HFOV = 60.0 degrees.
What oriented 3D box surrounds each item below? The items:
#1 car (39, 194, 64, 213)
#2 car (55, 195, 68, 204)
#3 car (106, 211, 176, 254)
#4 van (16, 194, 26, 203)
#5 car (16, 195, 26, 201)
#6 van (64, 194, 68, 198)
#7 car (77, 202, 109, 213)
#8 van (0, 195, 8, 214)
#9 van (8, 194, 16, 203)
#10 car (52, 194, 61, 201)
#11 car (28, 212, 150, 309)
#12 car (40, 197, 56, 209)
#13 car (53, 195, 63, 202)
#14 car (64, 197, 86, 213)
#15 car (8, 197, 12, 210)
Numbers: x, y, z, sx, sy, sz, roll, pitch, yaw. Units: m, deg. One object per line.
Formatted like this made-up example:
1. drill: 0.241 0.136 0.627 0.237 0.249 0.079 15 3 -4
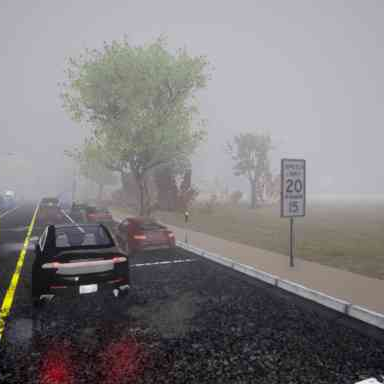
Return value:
1. car: -15.404 1.330 36.131 2.097 1.767 4.553 0 0 -24
2. car: -24.817 1.399 63.121 1.967 1.590 4.097 -1 0 -24
3. car: -1.940 1.568 12.650 1.802 1.307 4.206 -1 0 -24
4. van: -36.516 1.311 69.903 1.690 1.788 3.998 -1 0 -24
5. car: -41.070 1.508 80.022 1.887 1.381 4.507 -1 0 -24
6. van: -22.542 1.302 58.068 1.690 1.788 3.998 -1 0 -24
7. car: -6.525 1.562 22.742 1.802 1.307 4.206 -1 0 -24
8. van: -20.567 1.331 34.495 1.690 1.788 3.998 -1 0 -24
9. van: -25.124 1.325 44.611 1.690 1.788 3.998 -1 0 -24
10. car: -33.920 1.386 83.331 1.967 1.590 4.097 -1 0 -24
11. car: -2.817 1.486 8.058 2.128 1.511 4.902 0 0 -24
12. car: -19.669 1.451 45.472 1.882 1.535 5.008 0 0 -24
13. car: -31.642 1.515 78.279 1.947 1.339 4.313 -1 0 -24
14. car: -11.161 1.526 32.808 2.008 1.369 4.403 -1 0 -24
15. car: -22.842 1.569 39.554 1.802 1.307 4.206 -1 0 -24
